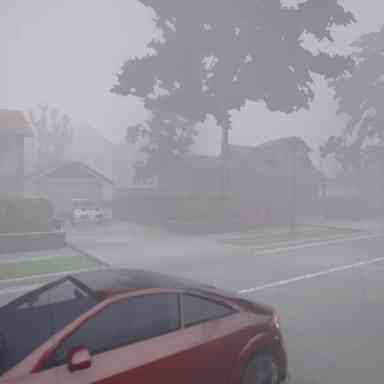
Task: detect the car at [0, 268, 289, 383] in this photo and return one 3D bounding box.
[{"bbox_3d":[-0.980,1.563,3.303,4.181,1.385,1.994,0,0,-36],"label":"car"}]

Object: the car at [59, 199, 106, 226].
[{"bbox_3d":[-6.583,1.168,19.906,1.970,1.475,3.806,0,0,-35],"label":"car"}]
